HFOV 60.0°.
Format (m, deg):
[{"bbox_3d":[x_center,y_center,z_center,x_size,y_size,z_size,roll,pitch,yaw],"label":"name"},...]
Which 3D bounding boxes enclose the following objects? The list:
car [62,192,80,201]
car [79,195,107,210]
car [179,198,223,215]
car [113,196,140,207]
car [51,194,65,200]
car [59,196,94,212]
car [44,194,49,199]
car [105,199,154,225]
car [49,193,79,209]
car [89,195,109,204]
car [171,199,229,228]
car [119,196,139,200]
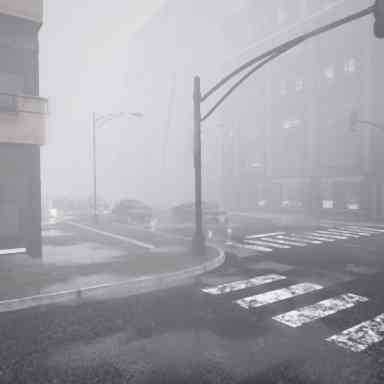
[{"bbox_3d":[-25.183,0.935,69.188,2.192,1.841,5.009,-1,1,-35],"label":"car"},{"bbox_3d":[-11.660,1.395,39.507,2.033,1.411,5.357,-1,1,-35],"label":"car"},{"bbox_3d":[0.782,1.360,31.879,1.887,1.381,4.507,-1,1,-35],"label":"car"},{"bbox_3d":[-9.103,1.266,45.971,1.752,1.417,4.829,-1,1,-35],"label":"car"},{"bbox_3d":[-31.651,1.124,78.535,2.008,1.369,4.403,-1,1,-35],"label":"car"},{"bbox_3d":[-12.658,1.448,36.388,2.008,1.369,4.403,-1,1,-35],"label":"car"},{"bbox_3d":[-34.983,1.075,83.346,1.752,1.417,4.829,-1,1,-35],"label":"car"},{"bbox_3d":[-4.390,1.509,24.221,1.887,1.381,4.507,-1,1,-35],"label":"car"},{"bbox_3d":[-15.894,1.313,41.059,1.967,1.590,4.097,-1,1,-35],"label":"car"},{"bbox_3d":[-15.573,1.217,55.315,1.752,1.417,4.829,-1,1,-35],"label":"car"},{"bbox_3d":[0.419,1.434,22.043,2.128,1.511,4.902,-1,1,-35],"label":"car"},{"bbox_3d":[-5.467,1.374,30.548,1.882,1.535,5.008,-1,1,-35],"label":"car"}]
